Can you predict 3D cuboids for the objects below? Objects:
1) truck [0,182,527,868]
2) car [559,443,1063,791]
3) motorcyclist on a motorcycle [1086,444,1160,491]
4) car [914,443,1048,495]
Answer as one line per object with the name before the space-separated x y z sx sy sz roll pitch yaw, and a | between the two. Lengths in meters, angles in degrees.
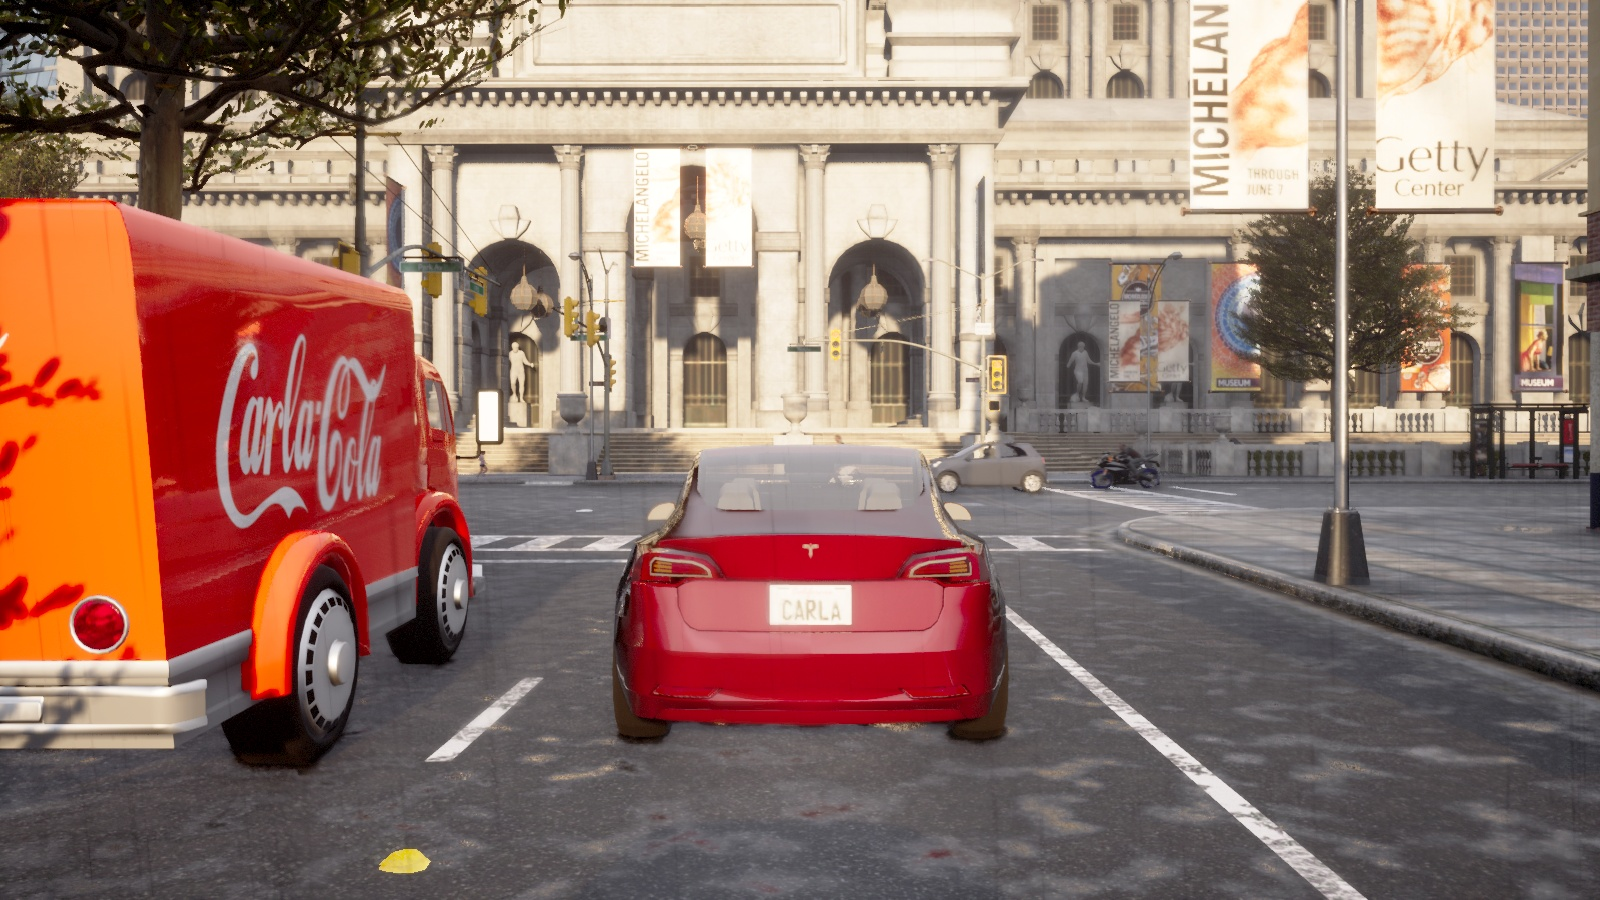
truck | -3.445 0.227 7.122 2.627 2.467 5.204 0 1 0
car | 0.058 0.702 7.783 2.163 1.488 4.792 0 0 0
motorcyclist on a motorcycle | 10.505 0.559 40.884 2.191 1.530 0.866 0 0 1
car | 5.325 0.555 37.232 3.633 1.501 1.845 0 0 -4
